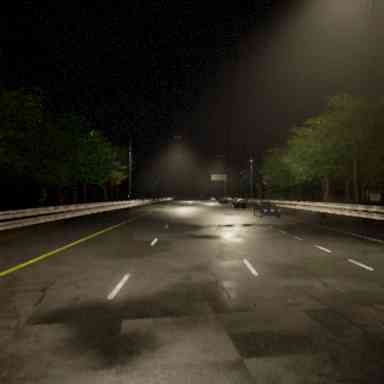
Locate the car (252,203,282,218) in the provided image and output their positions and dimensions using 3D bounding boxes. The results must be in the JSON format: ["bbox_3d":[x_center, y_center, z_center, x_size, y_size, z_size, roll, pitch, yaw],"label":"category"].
[{"bbox_3d":[7.057,1.701,31.627,2.033,1.411,5.357,0,-1,0],"label":"car"}]

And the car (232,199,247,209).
[{"bbox_3d":[7.144,1.840,50.655,2.128,1.511,4.902,0,-1,0],"label":"car"}]

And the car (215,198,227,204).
[{"bbox_3d":[7.358,2.225,80.228,1.994,1.385,4.181,0,-1,1],"label":"car"}]
